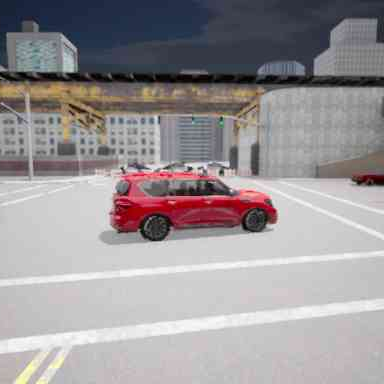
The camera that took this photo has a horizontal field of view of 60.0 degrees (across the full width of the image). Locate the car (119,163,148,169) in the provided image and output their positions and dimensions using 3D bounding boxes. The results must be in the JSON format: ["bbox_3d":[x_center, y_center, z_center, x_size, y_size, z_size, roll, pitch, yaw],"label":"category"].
[{"bbox_3d":[-6.812,-2.833,40.993,4.974,1.542,2.038,6,9,43],"label":"car"}]

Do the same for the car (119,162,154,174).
[{"bbox_3d":[-6.850,-2.994,41.011,4.536,1.218,1.853,6,9,43],"label":"car"}]

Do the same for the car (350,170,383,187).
[{"bbox_3d":[15.842,-1.178,27.665,4.718,1.301,1.895,0,6,-1],"label":"car"}]

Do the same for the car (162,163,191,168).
[{"bbox_3d":[-2.204,-2.830,40.993,4.974,1.542,2.038,-5,8,-36],"label":"car"}]

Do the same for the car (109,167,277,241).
[{"bbox_3d":[0.075,0.378,11.107,5.566,2.045,2.150,-2,8,-18],"label":"car"}]

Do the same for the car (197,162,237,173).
[{"bbox_3d":[3.119,-3.073,41.772,4.536,1.218,1.853,4,7,29],"label":"car"}]

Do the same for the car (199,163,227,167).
[{"bbox_3d":[3.165,-2.913,41.765,4.974,1.542,2.038,4,7,29],"label":"car"}]

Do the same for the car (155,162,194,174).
[{"bbox_3d":[-2.162,-2.990,41.006,4.536,1.218,1.853,-5,8,-36],"label":"car"}]
